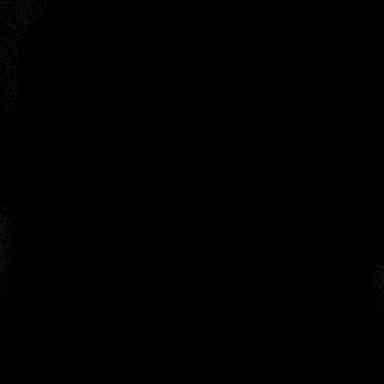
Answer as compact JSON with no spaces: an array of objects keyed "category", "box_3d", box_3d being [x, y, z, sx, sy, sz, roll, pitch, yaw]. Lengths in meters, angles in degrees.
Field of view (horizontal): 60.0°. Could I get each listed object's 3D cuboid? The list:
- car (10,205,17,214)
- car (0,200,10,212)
[{"category":"car","box_3d":[-16.203,1.524,33.533,1.802,1.307,4.206,0,-1,36]},{"category":"car","box_3d":[-19.347,1.181,29.145,2.192,1.841,5.009,0,-1,36]}]
